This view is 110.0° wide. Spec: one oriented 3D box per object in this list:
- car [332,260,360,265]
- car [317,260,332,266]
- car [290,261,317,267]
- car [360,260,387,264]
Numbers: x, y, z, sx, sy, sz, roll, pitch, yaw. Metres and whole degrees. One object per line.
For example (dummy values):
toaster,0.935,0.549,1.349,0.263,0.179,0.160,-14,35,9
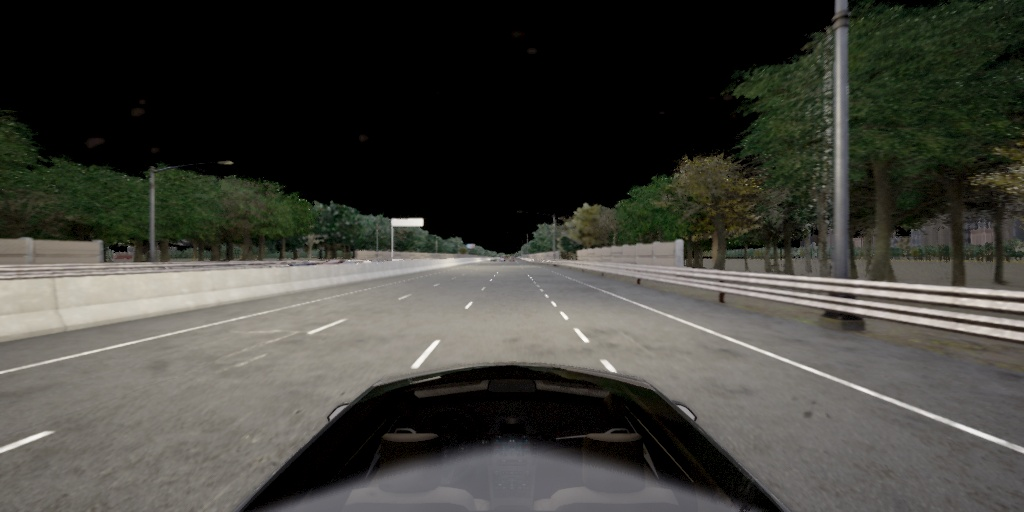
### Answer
car,-21.070,1.334,47.234,2.033,1.411,5.357,0,0,1
car,-24.562,1.267,50.084,1.882,1.535,5.008,0,0,1
car,-28.059,1.388,48.854,1.895,1.301,4.718,0,0,1
car,-17.578,1.279,47.234,2.128,1.511,4.902,0,0,0
